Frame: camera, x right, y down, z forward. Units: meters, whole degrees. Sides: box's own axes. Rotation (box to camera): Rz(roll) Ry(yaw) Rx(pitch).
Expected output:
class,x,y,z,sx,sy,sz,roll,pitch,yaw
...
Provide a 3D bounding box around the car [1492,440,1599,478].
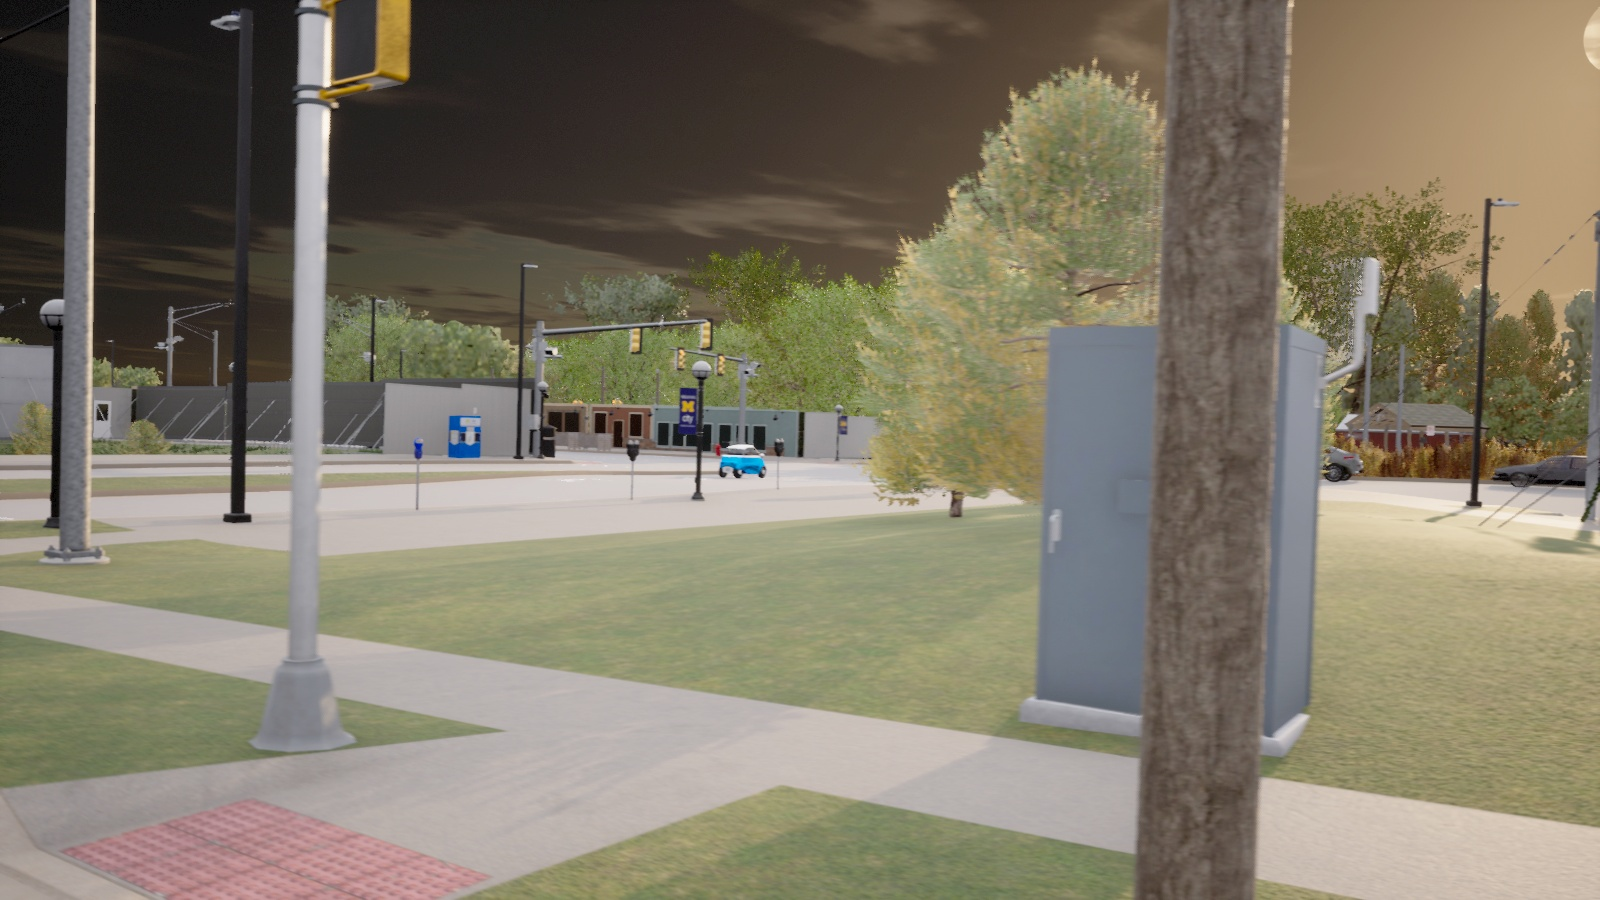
class,x,y,z,sx,sy,sz,roll,pitch,yaw
car,31.481,0.356,51.407,5.357,1.411,2.033,2,3,34

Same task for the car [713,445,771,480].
class,x,y,z,sx,sy,sz,roll,pitch,yaw
car,-2.377,0.503,51.640,1.481,1.376,2.207,1,1,27

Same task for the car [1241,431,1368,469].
class,x,y,z,sx,sy,sz,roll,pitch,yaw
car,22.941,0.016,57.145,5.027,1.651,2.152,0,1,34
